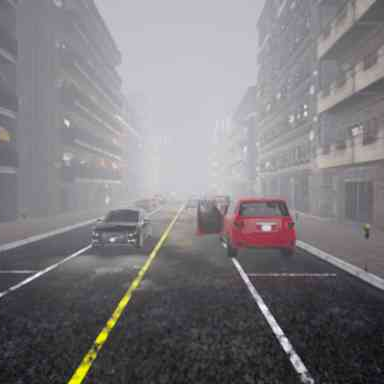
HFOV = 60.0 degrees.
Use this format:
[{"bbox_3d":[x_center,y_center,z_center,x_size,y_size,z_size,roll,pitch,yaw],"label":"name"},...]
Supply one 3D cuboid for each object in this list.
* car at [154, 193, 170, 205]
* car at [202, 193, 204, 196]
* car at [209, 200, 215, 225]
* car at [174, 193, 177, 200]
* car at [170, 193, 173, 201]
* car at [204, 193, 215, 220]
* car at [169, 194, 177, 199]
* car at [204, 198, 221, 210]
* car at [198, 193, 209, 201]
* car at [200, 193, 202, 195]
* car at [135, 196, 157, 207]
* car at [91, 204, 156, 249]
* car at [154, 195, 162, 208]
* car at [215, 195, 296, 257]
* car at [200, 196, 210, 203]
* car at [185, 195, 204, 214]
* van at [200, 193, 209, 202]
[{"bbox_3d":[-5.319,1.154,53.842,2.192,1.841,5.009,-1,0,0],"label":"car"},{"bbox_3d":[2.561,1.154,53.776,2.192,1.841,5.009,-1,0,0],"label":"car"},{"bbox_3d":[2.560,1.504,25.456,1.802,1.307,4.206,-1,0,0],"label":"car"},{"bbox_3d":[-5.312,1.199,82.099,1.967,1.590,4.097,-1,0,0],"label":"car"},{"bbox_3d":[-5.314,1.333,64.975,1.752,1.417,4.829,-1,0,0],"label":"car"},{"bbox_3d":[2.558,1.220,31.119,2.192,1.841,5.009,-1,0,0],"label":"car"},{"bbox_3d":[-5.309,1.277,93.402,2.008,1.369,4.403,-1,0,0],"label":"car"},{"bbox_3d":[2.563,1.454,42.449,1.802,1.307,4.206,-1,0,0],"label":"car"},{"bbox_3d":[2.565,1.090,76.434,2.192,1.841,5.009,-1,0,0],"label":"car"},{"bbox_3d":[0.009,1.199,51.274,2.097,1.767,4.553,0,0,0],"label":"car"},{"bbox_3d":[-5.318,1.433,36.889,1.887,1.381,4.507,-1,0,0],"label":"car"},{"bbox_3d":[-2.847,1.460,14.299,1.837,1.490,4.892,0,0,0],"label":"car"},{"bbox_3d":[-5.318,1.416,42.540,1.887,1.381,4.507,-1,0,0],"label":"car"},{"bbox_3d":[2.272,1.181,12.814,2.150,2.045,5.566,0,0,0],"label":"car"},{"bbox_3d":[2.567,1.389,65.106,1.802,1.307,4.206,-1,0,0],"label":"car"},{"bbox_3d":[0.080,1.427,39.951,2.033,1.411,5.357,0,0,0],"label":"car"},{"bbox_3d":[2.565,1.132,70.769,1.690,1.788,3.998,-1,0,0],"label":"van"}]
